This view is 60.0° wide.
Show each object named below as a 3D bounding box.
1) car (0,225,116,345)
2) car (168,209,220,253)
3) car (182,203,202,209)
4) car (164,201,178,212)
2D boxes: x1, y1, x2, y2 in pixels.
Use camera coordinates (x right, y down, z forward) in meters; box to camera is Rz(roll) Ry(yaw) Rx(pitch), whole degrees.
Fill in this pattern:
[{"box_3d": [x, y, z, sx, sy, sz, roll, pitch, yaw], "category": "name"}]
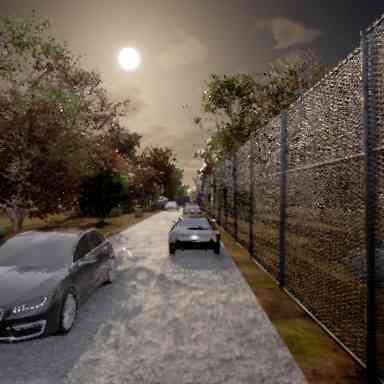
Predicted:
[{"box_3d": [-2.854, 1.517, 6.768, 1.837, 1.490, 4.892, 0, 0, 0], "category": "car"}, {"box_3d": [0.085, 1.613, 13.949, 1.994, 1.385, 4.181, 0, 0, 0], "category": "car"}, {"box_3d": [0.024, 1.813, 32.443, 2.033, 1.411, 5.357, 0, -1, 0], "category": "car"}, {"box_3d": [-3.006, 2.138, 49.317, 1.812, 1.442, 4.674, 0, -1, 0], "category": "car"}]
